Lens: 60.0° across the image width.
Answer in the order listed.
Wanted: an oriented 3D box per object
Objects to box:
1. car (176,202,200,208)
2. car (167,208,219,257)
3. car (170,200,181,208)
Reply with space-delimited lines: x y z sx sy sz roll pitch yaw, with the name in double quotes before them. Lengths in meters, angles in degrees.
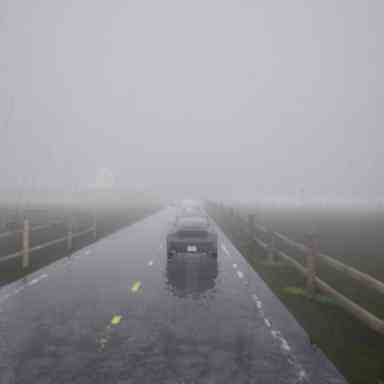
"car" 0.009 1.835 27.537 2.033 1.411 5.357 0 -1 0
"car" 0.024 1.649 13.495 1.837 1.490 4.892 0 0 1
"car" -2.773 2.129 59.561 1.837 1.490 4.892 0 -1 0
